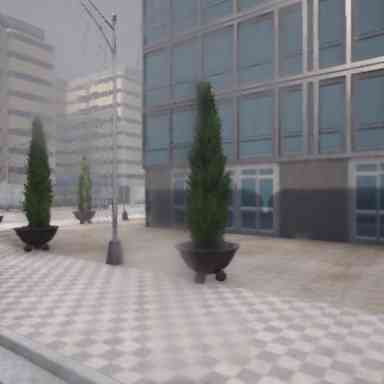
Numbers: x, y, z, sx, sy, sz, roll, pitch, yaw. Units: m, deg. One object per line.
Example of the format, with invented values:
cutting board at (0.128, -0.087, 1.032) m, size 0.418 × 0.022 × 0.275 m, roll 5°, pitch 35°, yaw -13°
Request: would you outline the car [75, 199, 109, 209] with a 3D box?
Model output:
car at (-13.518, 1.644, 45.007) m, size 2.128 × 1.511 × 4.902 m, roll 0°, pitch 0°, yaw 35°
